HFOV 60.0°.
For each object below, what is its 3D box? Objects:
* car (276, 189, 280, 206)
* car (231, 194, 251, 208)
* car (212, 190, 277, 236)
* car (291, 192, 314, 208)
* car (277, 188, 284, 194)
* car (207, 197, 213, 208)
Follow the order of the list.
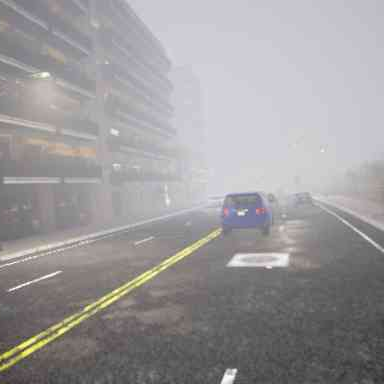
[{"bbox_3d":[8.677,0.816,37.444,1.812,1.442,4.674,-4,0,15],"label":"car"},{"bbox_3d":[6.069,1.081,41.013,1.895,1.301,4.718,-4,0,15],"label":"car"},{"bbox_3d":[2.920,0.976,17.050,2.150,2.045,5.566,-4,0,17],"label":"car"},{"bbox_3d":[10.785,0.688,32.627,2.033,1.411,5.357,-4,0,15],"label":"car"},{"bbox_3d":[20.880,-0.206,79.701,1.812,1.442,4.674,-4,0,9],"label":"car"},{"bbox_3d":[3.108,1.225,42.548,1.812,1.442,4.674,-4,0,15],"label":"car"}]
